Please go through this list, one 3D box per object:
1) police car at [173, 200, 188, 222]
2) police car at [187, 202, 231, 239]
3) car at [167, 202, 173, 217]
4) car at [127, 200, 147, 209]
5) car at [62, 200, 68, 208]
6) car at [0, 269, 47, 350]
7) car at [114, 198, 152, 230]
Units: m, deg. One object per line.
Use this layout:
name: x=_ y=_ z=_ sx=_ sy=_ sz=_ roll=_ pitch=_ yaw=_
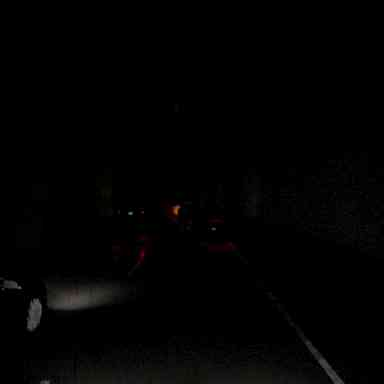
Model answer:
police car: x=-0.172 y=1.671 z=29.182 sx=1.930 sy=1.638 sz=5.238 roll=0 pitch=0 yaw=-9
police car: x=0.938 y=1.582 z=18.544 sx=1.930 sy=1.638 sz=5.238 roll=0 pitch=0 yaw=-3
car: x=-1.372 y=1.648 z=35.346 sx=2.097 sy=1.767 sz=4.553 roll=0 pitch=0 yaw=-13
car: x=-9.133 y=2.060 z=54.717 sx=1.895 sy=1.301 sz=4.718 roll=0 pitch=-1 yaw=-26
car: x=-19.551 y=1.982 z=51.745 sx=2.033 sy=1.411 sz=5.357 roll=0 pitch=-1 yaw=-25
car: x=-3.400 y=1.538 z=3.787 sx=1.837 sy=1.490 sz=4.892 roll=0 pitch=0 yaw=0
car: x=-3.942 y=1.412 z=22.608 sx=2.150 sy=2.045 sz=5.566 roll=0 pitch=0 yaw=-5
